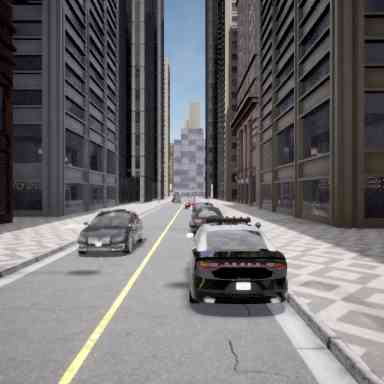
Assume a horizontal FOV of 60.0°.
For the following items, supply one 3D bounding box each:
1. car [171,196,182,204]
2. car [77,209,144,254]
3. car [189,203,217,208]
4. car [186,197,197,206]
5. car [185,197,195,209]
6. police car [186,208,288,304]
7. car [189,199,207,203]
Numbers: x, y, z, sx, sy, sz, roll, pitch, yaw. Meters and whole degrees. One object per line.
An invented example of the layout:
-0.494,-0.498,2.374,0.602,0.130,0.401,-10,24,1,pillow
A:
-3.094,1.603,66.130,1.837,1.490,4.892,0,0,0,car
-3.121,1.509,13.516,1.837,1.490,4.892,0,0,0,car
0.873,1.534,18.232,1.812,1.442,4.674,0,0,0,car
-0.083,1.641,59.010,1.994,1.385,4.181,0,0,0,car
-0.030,1.646,45.985,1.895,1.301,4.718,0,0,0,car
0.887,1.427,8.342,1.930,1.638,5.238,0,0,0,police car
0.864,1.519,24.232,1.837,1.490,4.892,0,0,0,car
